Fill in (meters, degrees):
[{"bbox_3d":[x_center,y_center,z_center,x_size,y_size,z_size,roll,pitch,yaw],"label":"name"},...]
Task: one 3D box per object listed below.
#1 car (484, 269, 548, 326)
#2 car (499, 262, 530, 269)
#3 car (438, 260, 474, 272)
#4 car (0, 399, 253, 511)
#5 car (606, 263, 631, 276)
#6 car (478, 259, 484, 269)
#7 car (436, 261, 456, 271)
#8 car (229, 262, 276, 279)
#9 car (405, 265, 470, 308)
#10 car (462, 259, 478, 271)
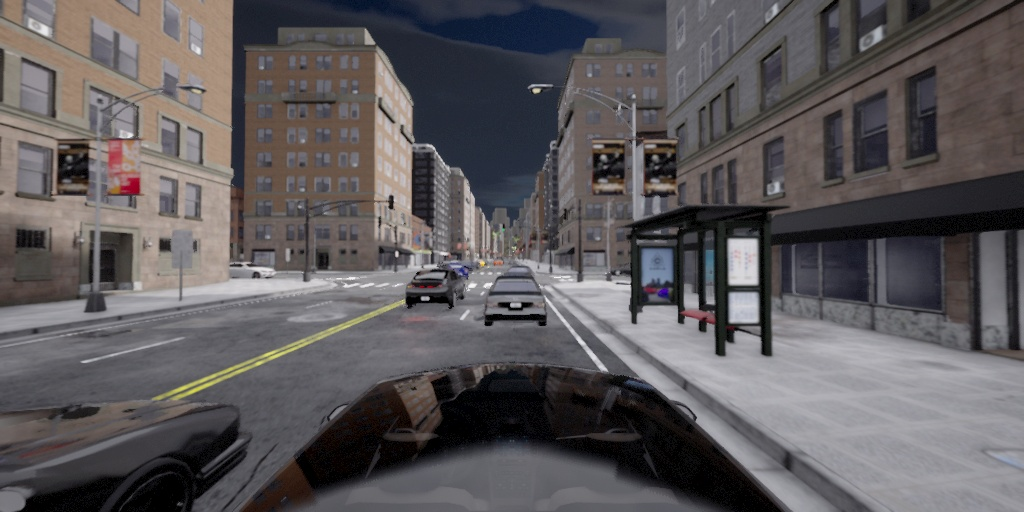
[{"bbox_3d":[0.103,1.335,11.870,2.033,1.411,5.357,0,0,0],"label":"car"},{"bbox_3d":[0.587,1.369,24.310,2.033,1.411,5.357,1,0,7],"label":"car"},{"bbox_3d":[-5.208,1.330,30.571,1.812,1.442,4.674,2,-1,-28],"label":"car"},{"bbox_3d":[-3.146,1.293,0.581,2.033,1.411,5.357,0,0,0],"label":"car"},{"bbox_3d":[13.147,1.516,40.415,4.892,1.490,1.837,0,-1,0],"label":"car"},{"bbox_3d":[-6.526,1.459,60.856,2.128,1.511,4.902,0,0,1],"label":"car"},{"bbox_3d":[-9.776,1.447,53.408,1.837,1.490,4.892,0,0,3],"label":"car"},{"bbox_3d":[-22.606,1.251,30.362,4.674,1.442,1.812,0,-1,-1],"label":"car"},{"bbox_3d":[-3.145,1.306,15.421,1.837,1.490,4.892,0,0,0],"label":"car"},{"bbox_3d":[-6.564,1.289,51.717,2.097,1.767,4.553,0,0,0],"label":"car"}]
